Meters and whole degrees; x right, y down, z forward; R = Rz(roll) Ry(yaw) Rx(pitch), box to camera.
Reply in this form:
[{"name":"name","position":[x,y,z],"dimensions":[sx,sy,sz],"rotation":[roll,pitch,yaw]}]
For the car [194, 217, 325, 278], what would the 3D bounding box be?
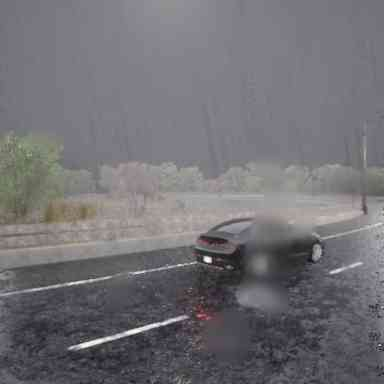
[{"name":"car","position":[2.272,1.541,10.336],"dimensions":[4.892,1.490,1.837],"rotation":[0,0,-40]}]
